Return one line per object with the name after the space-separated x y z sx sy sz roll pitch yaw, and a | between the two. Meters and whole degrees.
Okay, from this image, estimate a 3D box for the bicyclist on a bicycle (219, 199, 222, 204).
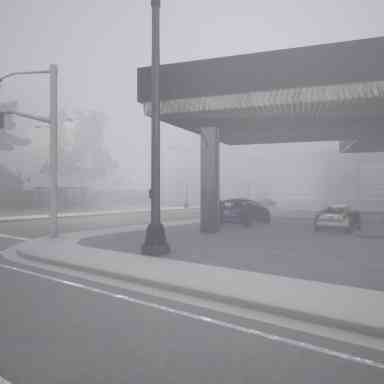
2.550 1.387 29.682 0.582 1.620 1.656 0 -9 -36 | bicyclist on a bicycle

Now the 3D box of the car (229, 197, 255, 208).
7.530 1.505 49.816 1.837 1.490 4.892 0 0 36 | car

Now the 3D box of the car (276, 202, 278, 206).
10.517 1.547 47.966 2.033 1.411 5.357 0 0 37 | car

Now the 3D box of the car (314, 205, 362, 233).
8.504 1.456 19.228 1.970 1.475 3.806 0 0 37 | car

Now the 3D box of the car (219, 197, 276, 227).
3.430 1.295 22.027 2.242 1.667 4.611 0 0 37 | car
